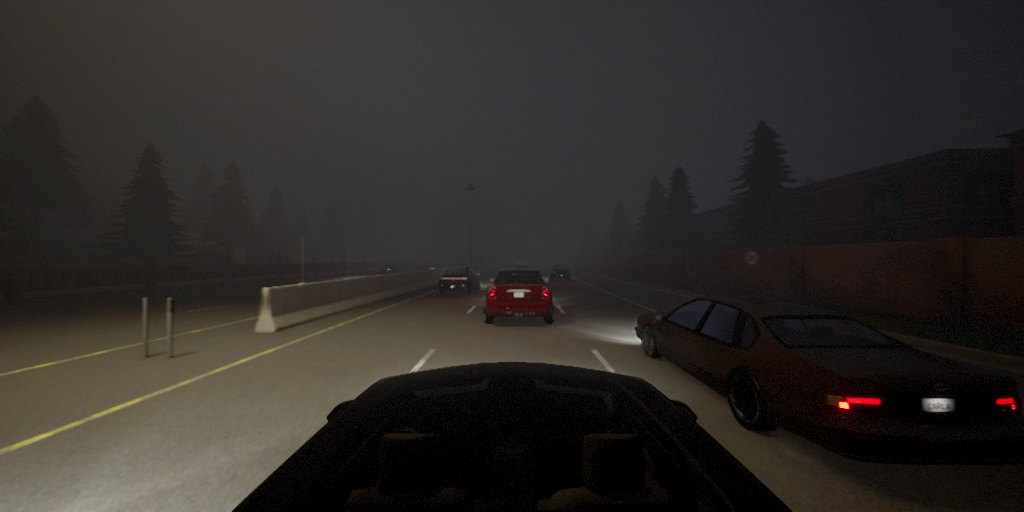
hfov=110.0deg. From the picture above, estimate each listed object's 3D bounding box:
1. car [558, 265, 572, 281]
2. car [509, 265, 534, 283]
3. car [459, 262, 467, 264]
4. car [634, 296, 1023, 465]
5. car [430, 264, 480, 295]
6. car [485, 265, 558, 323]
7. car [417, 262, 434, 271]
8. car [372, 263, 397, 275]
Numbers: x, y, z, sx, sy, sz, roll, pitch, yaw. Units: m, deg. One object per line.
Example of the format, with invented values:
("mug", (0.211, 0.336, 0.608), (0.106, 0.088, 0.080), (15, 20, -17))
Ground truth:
("car", (4.423, 1.531, 33.614), (1.812, 1.442, 4.674), (0, 0, 2))
("car", (0.863, 1.540, 31.826), (2.033, 1.411, 5.357), (0, 0, 2))
("car", (-8.692, 1.771, 62.740), (1.812, 1.442, 4.674), (0, -1, 0))
("car", (3.621, 1.327, 5.541), (2.033, 1.411, 5.357), (0, 0, 0))
("car", (-3.004, 1.399, 21.006), (2.128, 1.511, 4.902), (0, 0, 2))
("car", (0.257, 1.190, 12.714), (2.097, 1.767, 4.553), (0, -1, 1))
("car", (-12.596, 1.657, 52.584), (2.128, 1.511, 4.902), (0, 0, 2))
("car", (-16.340, 1.608, 46.130), (2.128, 1.511, 4.902), (0, -1, 2))
